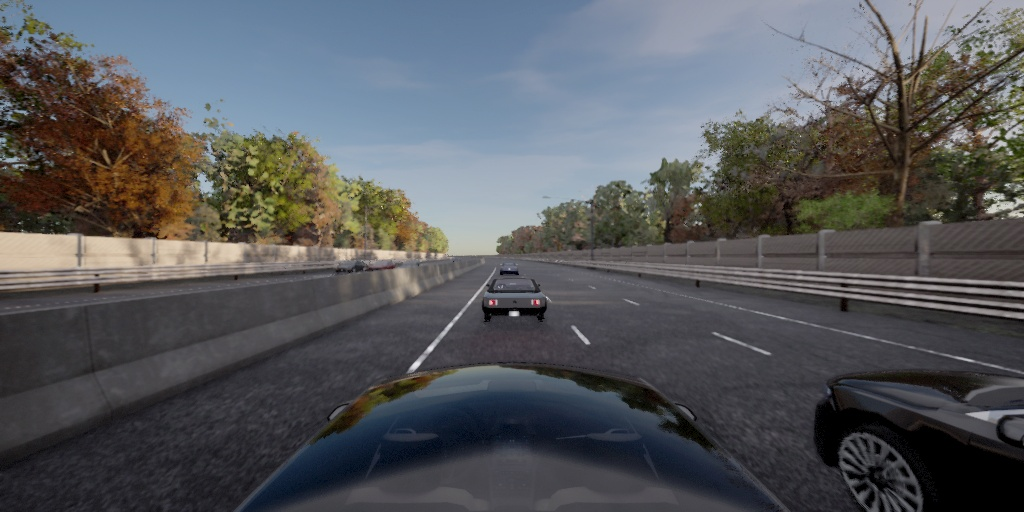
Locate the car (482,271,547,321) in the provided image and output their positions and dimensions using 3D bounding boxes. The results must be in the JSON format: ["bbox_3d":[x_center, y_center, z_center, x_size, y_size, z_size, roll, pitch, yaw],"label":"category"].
[{"bbox_3d":[0.056,1.355,12.422,1.895,1.301,4.718,0,0,0],"label":"car"}]

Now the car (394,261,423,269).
[{"bbox_3d":[-11.017,1.268,39.278,1.837,1.490,4.892,0,0,-1],"label":"car"}]

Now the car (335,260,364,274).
[{"bbox_3d":[-18.043,1.267,40.345,1.837,1.490,4.892,0,0,-1],"label":"car"}]

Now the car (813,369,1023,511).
[{"bbox_3d":[3.592,1.240,1.172,2.128,1.511,4.902,0,0,0],"label":"car"}]

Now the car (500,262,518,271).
[{"bbox_3d":[-0.324,1.328,39.158,1.994,1.385,4.181,0,0,-1],"label":"car"}]

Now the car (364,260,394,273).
[{"bbox_3d":[-14.544,1.241,40.435,1.882,1.535,5.008,0,0,-1],"label":"car"}]
